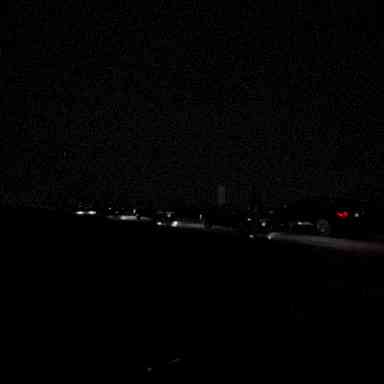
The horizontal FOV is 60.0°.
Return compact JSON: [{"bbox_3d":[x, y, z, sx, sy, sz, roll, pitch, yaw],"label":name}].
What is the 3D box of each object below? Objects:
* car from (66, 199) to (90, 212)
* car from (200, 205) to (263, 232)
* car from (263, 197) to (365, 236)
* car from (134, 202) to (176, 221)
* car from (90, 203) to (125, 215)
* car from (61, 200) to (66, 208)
[{"bbox_3d":[-14.913,1.821,44.439,1.837,1.490,4.892,1,-1,-36],"label":"car"},{"bbox_3d":[2.484,1.547,20.383,2.128,1.511,4.902,1,-1,-37],"label":"car"},{"bbox_3d":[7.003,1.301,19.217,2.150,2.045,5.566,2,-2,-30],"label":"car"},{"bbox_3d":[-3.245,1.621,28.231,2.128,1.511,4.902,1,-1,-36],"label":"car"},{"bbox_3d":[-9.055,1.820,36.278,1.895,1.301,4.718,1,-1,-36],"label":"car"},{"bbox_3d":[-21.483,2.013,58.488,1.882,1.535,5.008,1,-1,-36],"label":"car"}]
